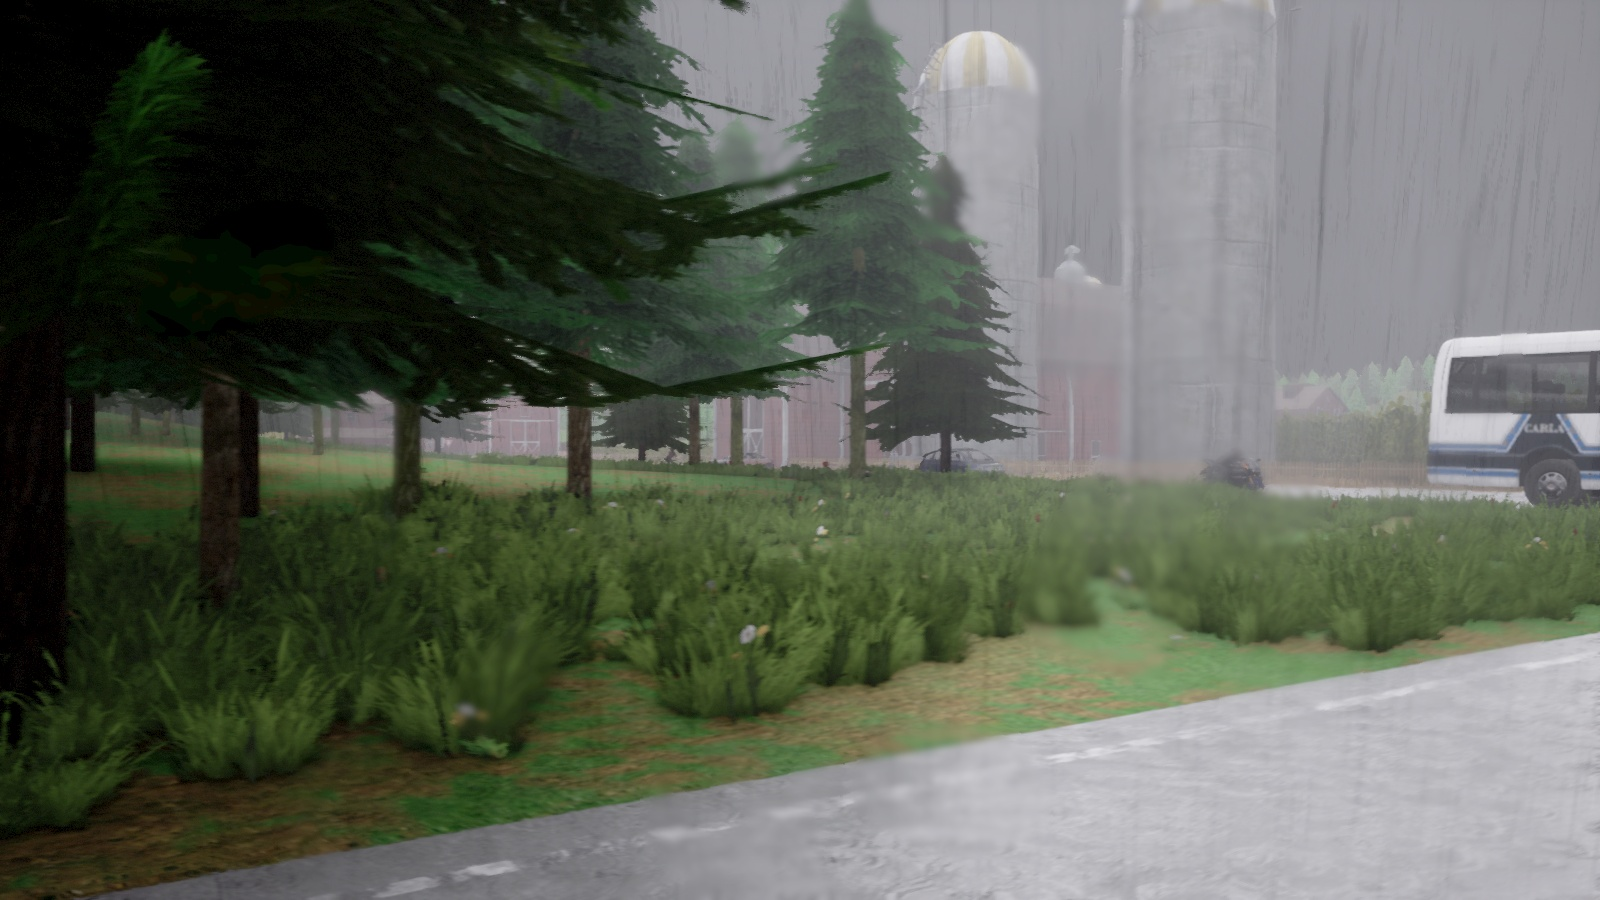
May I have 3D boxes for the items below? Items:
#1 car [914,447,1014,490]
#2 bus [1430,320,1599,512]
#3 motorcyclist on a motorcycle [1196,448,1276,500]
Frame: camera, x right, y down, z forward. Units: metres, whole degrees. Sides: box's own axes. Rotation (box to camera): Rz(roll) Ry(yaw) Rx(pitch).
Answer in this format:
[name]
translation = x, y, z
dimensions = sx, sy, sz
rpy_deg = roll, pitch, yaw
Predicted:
[car]
translation = 6.245, 0.688, 48.074
dimensions = 1.789, 1.549, 3.705
rpy_deg = 0, 0, -34
[bus]
translation = 20.136, -0.744, 27.896
dimensions = 3.944, 4.253, 10.273
rpy_deg = 0, 1, -37
[motorcyclist on a motorcycle]
translation = 13.155, 0.705, 37.944
dimensions = 0.866, 1.530, 2.191
rpy_deg = 0, 0, -34
